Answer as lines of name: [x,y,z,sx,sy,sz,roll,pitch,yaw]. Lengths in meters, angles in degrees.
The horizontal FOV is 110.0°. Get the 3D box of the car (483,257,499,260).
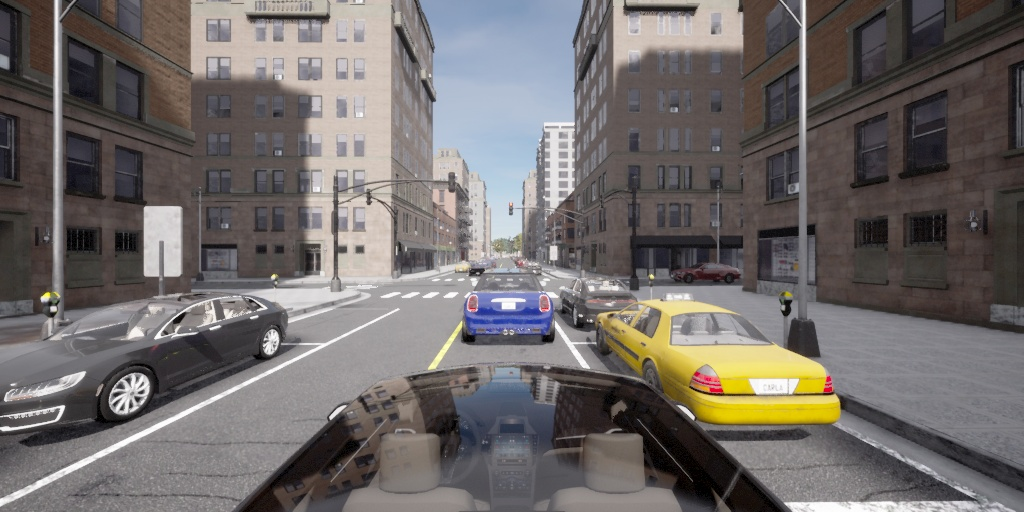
car: [-3.506,1.308,57.563,1.994,1.385,4.181,0,0,-1]

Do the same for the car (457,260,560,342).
car: [-0.084,1.102,9.905,2.097,1.767,4.553,0,0,0]

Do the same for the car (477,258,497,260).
car: [-3.386,1.294,46.867,2.033,1.411,5.357,0,0,0]

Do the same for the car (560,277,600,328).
car: [2.534,1.300,11.150,2.007,1.370,4.403,0,0,-1]

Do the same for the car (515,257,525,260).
car: [1.928,1.183,60.749,1.967,1.591,4.097,0,0,-1]

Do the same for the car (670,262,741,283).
car: [13.931,1.186,25.926,4.674,1.442,1.812,0,0,1]

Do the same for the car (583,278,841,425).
car: [2.602,1.275,5.914,1.751,1.417,4.829,0,0,-1]

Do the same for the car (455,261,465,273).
car: [-5.887,1.272,43.436,1.751,1.417,4.829,0,0,-1]

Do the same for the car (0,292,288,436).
car: [-5.429,1.300,5.646,2.007,1.370,4.403,0,0,-1]
